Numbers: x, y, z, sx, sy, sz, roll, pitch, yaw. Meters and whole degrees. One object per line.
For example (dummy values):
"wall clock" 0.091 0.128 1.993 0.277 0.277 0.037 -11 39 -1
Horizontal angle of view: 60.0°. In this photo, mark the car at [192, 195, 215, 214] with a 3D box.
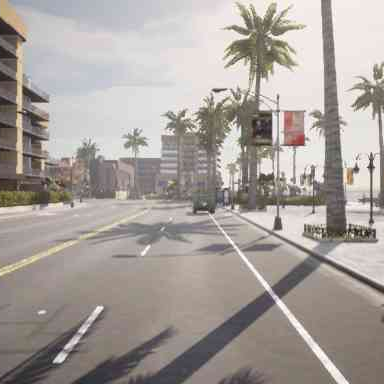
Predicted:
"car" 1.223 1.321 35.390 2.150 2.045 5.566 0 0 0

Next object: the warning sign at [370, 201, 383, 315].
"warning sign" 3.800 1.088 5.361 1.300 1.860 1.060 0 0 0
